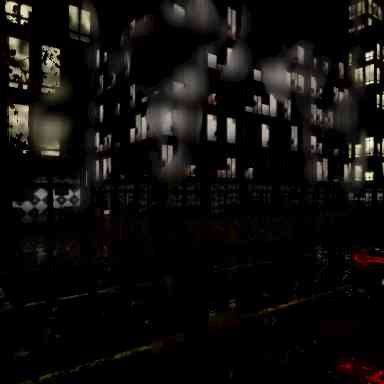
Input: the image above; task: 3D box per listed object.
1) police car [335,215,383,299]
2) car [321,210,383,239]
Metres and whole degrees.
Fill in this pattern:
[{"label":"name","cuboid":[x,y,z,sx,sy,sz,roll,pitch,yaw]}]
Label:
[{"label":"police car","cuboid":[5.645,1.424,7.459,5.238,1.638,1.930,0,0,-35]},{"label":"car","cuboid":[8.140,1.563,16.226,4.313,1.339,1.947,0,0,-36]}]
